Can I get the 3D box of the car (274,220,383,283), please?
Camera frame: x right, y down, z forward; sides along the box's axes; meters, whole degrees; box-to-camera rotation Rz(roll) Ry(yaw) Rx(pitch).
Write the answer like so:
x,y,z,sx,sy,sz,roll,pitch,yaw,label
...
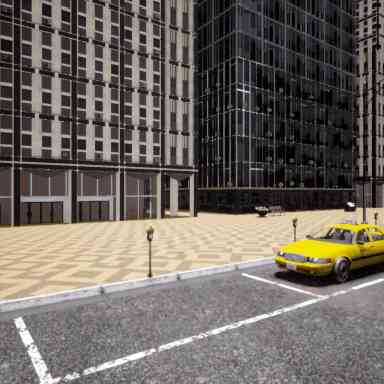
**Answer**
x,y,z,sx,sy,sz,roll,pitch,yaw,label
4.444,1.526,9.679,4.829,1.417,1.752,0,0,-35,car
